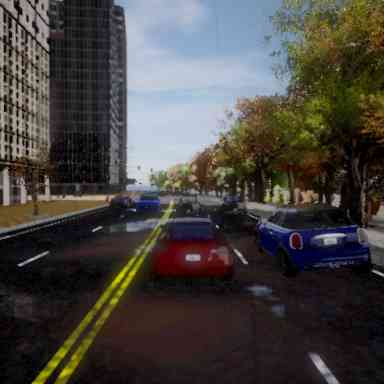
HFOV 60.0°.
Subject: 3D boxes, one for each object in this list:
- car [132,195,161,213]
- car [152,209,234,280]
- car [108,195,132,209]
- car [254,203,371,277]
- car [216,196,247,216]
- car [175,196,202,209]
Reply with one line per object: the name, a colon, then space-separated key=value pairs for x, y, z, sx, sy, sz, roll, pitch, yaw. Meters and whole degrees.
car: x=-3.839 y=0.995 z=29.939 sx=1.882 sy=1.535 sz=5.008 roll=0 pitch=1 yaw=-2
car: x=0.015 y=1.409 z=9.472 sx=1.994 sy=1.385 sz=4.181 roll=0 pitch=1 yaw=0
car: x=-7.244 y=0.993 z=34.504 sx=2.033 sy=1.411 sz=5.357 roll=0 pitch=1 yaw=-2
car: x=3.234 y=1.137 z=9.956 sx=2.097 sy=1.767 sz=4.553 roll=-4 pitch=1 yaw=-1
car: x=2.960 y=1.037 z=25.533 sx=2.128 sy=1.511 sz=4.902 roll=-3 pitch=0 yaw=-1
car: x=-0.286 y=1.073 z=25.898 sx=2.128 sy=1.511 sz=4.902 roll=0 pitch=1 yaw=-1
